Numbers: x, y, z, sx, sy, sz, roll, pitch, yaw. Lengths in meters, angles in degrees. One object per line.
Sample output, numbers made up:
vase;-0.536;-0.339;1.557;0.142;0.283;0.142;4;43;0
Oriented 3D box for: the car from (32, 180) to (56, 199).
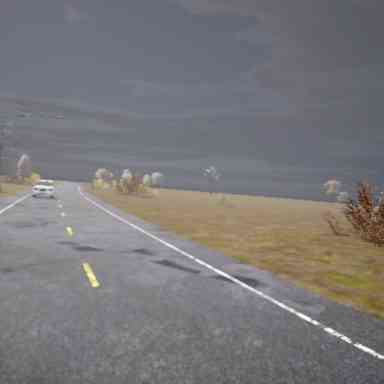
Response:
car;-17.335;-0.376;39.025;2.150;2.045;5.566;4;0;-22
